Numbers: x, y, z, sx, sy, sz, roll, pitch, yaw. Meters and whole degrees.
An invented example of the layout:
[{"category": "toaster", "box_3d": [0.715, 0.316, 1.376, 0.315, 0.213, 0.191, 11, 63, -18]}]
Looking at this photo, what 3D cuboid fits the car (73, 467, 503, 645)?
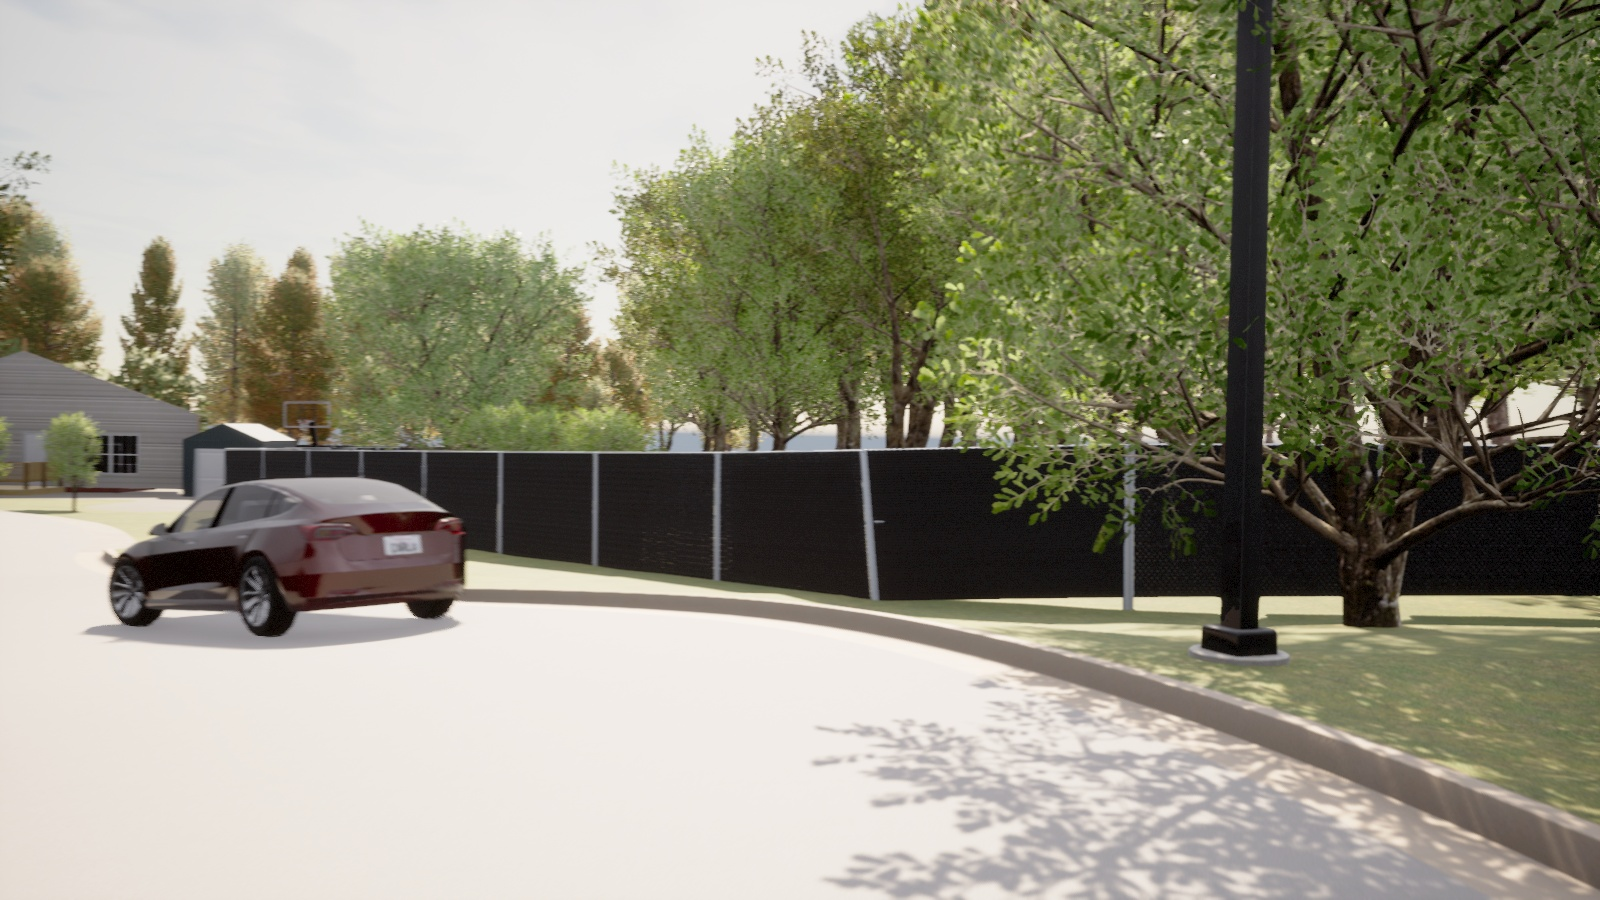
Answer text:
[{"category": "car", "box_3d": [-5.449, 1.048, 13.027, 4.792, 1.488, 2.163, -4, -3, 41]}]
